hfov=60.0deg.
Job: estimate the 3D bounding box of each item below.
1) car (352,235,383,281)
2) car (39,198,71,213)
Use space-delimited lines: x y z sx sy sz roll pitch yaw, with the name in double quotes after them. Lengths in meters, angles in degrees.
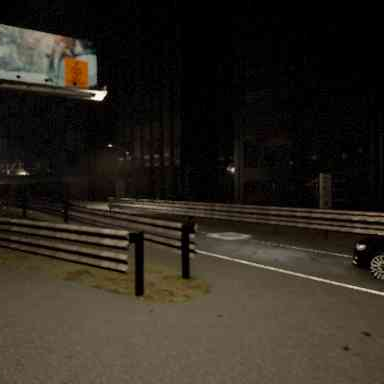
6.317 1.454 7.559 2.128 1.511 4.902 0 1 -41 "car"
-12.893 1.210 31.297 1.994 1.385 4.181 0 1 -41 "car"
